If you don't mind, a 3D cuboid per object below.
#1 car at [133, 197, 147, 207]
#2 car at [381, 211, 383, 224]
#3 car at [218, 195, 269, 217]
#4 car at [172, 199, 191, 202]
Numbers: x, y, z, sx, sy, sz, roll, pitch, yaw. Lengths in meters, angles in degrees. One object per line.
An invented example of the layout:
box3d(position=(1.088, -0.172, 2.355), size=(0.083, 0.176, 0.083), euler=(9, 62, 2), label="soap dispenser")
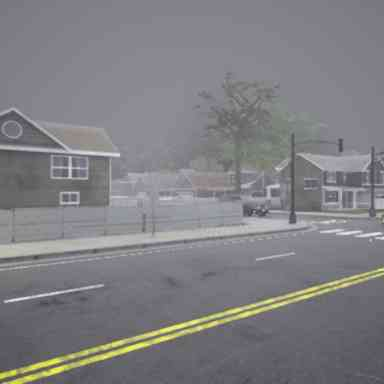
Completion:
box3d(position=(-7.542, 1.583, 48.921), size=(1.837, 1.490, 4.892), euler=(0, 0, -35), label="car")
box3d(position=(14.253, 1.487, 20.977), size=(1.882, 1.535, 5.008), euler=(1, 0, -10), label="car")
box3d(position=(4.716, 1.264, 31.581), size=(2.150, 2.045, 5.566), euler=(0, 0, -35), label="car")
box3d(position=(-1.126, 1.536, 39.836), size=(1.882, 1.535, 5.008), euler=(0, 0, -35), label="car")
